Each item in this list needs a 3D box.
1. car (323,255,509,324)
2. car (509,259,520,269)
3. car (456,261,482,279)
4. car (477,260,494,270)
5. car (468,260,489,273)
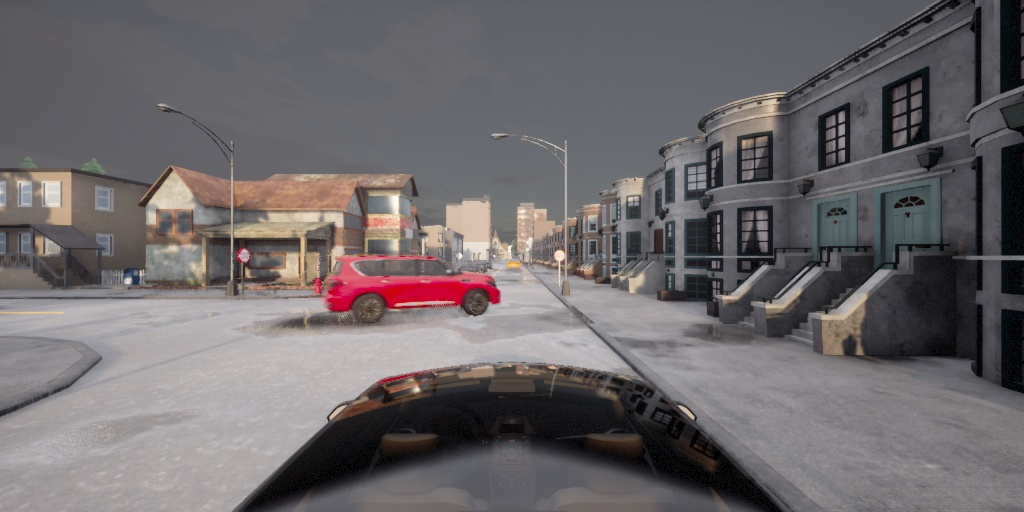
[{"bbox_3d":[-3.181,0.974,12.020,5.566,2.045,2.150,0,1,-24],"label":"car"},{"bbox_3d":[0.231,1.227,54.408,1.882,1.535,5.008,0,0,0],"label":"car"},{"bbox_3d":[-4.025,1.255,34.189,1.837,1.490,4.892,0,0,0],"label":"car"},{"bbox_3d":[-3.935,1.297,53.879,2.033,1.411,5.357,0,0,1],"label":"car"},{"bbox_3d":[-3.993,1.241,43.563,2.128,1.511,4.902,0,0,0],"label":"car"}]
